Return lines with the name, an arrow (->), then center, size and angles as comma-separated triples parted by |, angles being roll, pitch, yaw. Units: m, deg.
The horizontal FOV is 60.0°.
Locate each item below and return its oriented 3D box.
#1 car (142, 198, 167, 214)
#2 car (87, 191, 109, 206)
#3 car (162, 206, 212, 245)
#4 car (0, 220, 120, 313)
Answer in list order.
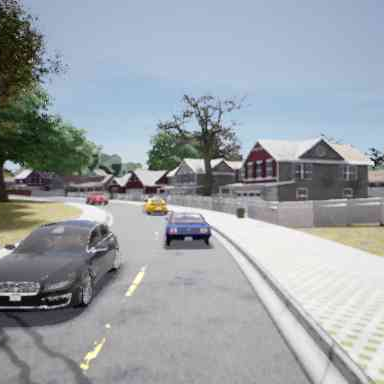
car -> -3.806, 1.350, 33.190 | 1.882, 1.535, 5.008 | 0, 0, -17
car -> -14.049, 0.934, 49.340 | 2.150, 2.045, 5.566 | 0, 0, -30
car -> -0.316, 1.562, 15.442 | 1.895, 1.301, 4.718 | 0, 0, -5
car -> -2.970, 1.489, 7.906 | 1.837, 1.490, 4.892 | 0, 0, -1
